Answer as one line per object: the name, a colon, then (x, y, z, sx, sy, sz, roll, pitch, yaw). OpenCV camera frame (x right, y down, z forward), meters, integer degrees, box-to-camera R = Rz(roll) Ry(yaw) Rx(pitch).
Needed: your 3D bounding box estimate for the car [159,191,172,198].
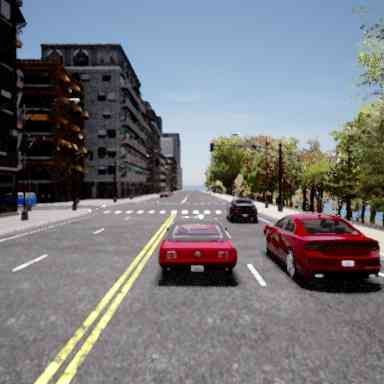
car: (-6.159, 0.659, 73.801, 1.895, 1.301, 4.718, 0, 1, 0)

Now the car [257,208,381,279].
car: (3.390, 1.350, 9.653, 1.882, 1.535, 5.008, 0, 1, 0)

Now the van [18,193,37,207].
van: (-22.529, 1.030, 43.590, 3.998, 1.788, 1.690, -1, 2, -1)

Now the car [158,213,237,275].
car: (0.144, 1.468, 9.988, 1.895, 1.301, 4.718, 0, 1, 0)

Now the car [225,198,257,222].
car: (3.420, 1.202, 23.125, 1.837, 1.490, 4.892, 0, 0, 3)
